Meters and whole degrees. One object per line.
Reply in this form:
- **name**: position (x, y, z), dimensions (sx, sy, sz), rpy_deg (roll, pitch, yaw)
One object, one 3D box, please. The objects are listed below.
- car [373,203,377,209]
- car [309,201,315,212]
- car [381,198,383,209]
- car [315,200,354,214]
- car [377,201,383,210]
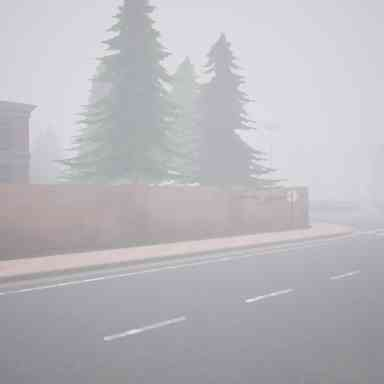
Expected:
- **car**: position (24.753, 1.564, 41.106), dimensions (1.994, 1.385, 4.181), rpy_deg (0, 0, -35)
- **car**: position (10.572, 1.505, 36.562), dimensions (1.837, 1.490, 4.892), rpy_deg (0, 0, -35)
- **car**: position (27.360, 1.564, 43.481), dimensions (1.994, 1.385, 4.181), rpy_deg (0, 0, -35)
- **car**: position (14.833, 1.547, 36.600), dimensions (2.033, 1.411, 5.357), rpy_deg (0, 0, -35)
- **car**: position (23.793, 1.547, 36.404), dimensions (2.033, 1.411, 5.357), rpy_deg (0, 0, -35)
